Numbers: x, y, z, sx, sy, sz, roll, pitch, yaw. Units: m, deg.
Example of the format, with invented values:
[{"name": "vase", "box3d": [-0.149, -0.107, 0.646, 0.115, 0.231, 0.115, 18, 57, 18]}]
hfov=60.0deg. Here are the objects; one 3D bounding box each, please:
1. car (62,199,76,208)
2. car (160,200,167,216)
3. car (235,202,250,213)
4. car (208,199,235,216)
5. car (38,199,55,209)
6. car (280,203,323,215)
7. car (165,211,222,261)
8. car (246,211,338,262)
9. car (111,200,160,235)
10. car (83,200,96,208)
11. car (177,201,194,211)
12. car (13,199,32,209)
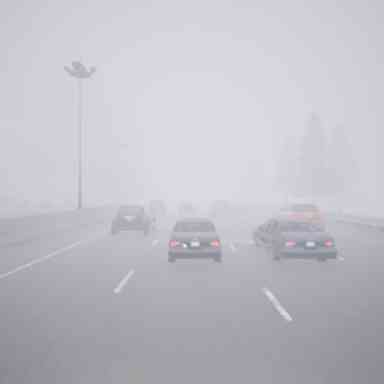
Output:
[{"name": "car", "box3d": [-21.138, 2.001, 57.200, 1.837, 1.490, 4.892, 0, -1, -12]}, {"name": "car", "box3d": [-3.922, 1.672, 37.322, 2.097, 1.767, 4.553, 0, -1, -4]}, {"name": "car", "box3d": [6.098, 1.932, 43.253, 1.994, 1.385, 4.181, 0, 0, -6]}, {"name": "car", "box3d": [3.084, 1.669, 37.284, 2.097, 1.767, 4.553, 0, -1, -4]}, {"name": "car", "box3d": [-24.429, 1.963, 55.907, 1.882, 1.535, 5.008, 0, 0, -12]}, {"name": "car", "box3d": [7.079, 1.540, 22.284, 2.097, 1.767, 4.553, 0, -1, 0]}, {"name": "car", "box3d": [0.089, 1.656, 12.615, 2.033, 1.411, 5.357, 0, 0, 0]}, {"name": "car", "box3d": [3.590, 1.655, 12.599, 2.033, 1.411, 5.357, 0, 0, 0]}, {"name": "car", "box3d": [-3.417, 1.526, 20.234, 2.097, 1.767, 4.553, 0, -1, 0]}, {"name": "car", "box3d": [-17.438, 2.091, 56.690, 1.895, 1.301, 4.718, 0, 0, -11]}, {"name": "car", "box3d": [-0.861, 1.890, 42.652, 1.812, 1.442, 4.674, 0, 0, -6]}, {"name": "car", "box3d": [-27.672, 1.981, 54.319, 1.837, 1.490, 4.892, 0, -1, -11]}]
